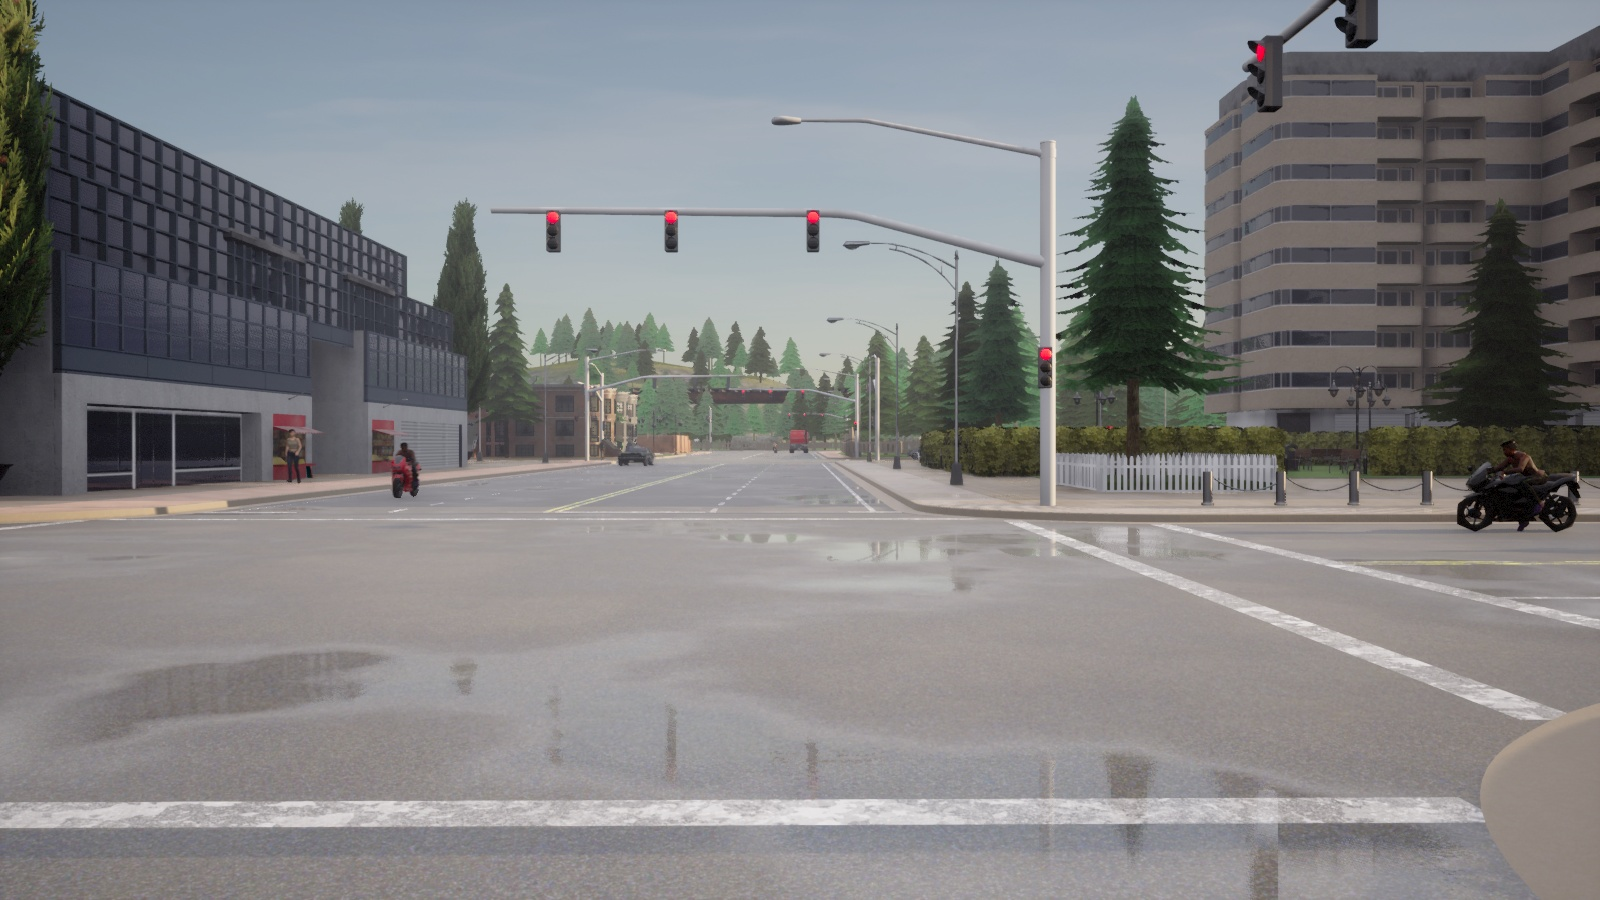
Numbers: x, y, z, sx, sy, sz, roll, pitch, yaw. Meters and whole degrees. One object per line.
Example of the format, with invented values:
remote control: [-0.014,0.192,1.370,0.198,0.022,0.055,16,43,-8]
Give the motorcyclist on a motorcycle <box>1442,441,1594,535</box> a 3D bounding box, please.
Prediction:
motorcyclist on a motorcycle: [11.870,0.621,20.800,2.044,1.523,0.797,0,0,0]

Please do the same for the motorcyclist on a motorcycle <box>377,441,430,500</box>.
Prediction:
motorcyclist on a motorcycle: [-10.670,0.529,33.887,0.797,1.523,2.044,0,0,0]

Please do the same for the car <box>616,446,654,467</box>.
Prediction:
car: [-10.665,0.378,81.496,1.895,1.301,4.718,0,0,0]

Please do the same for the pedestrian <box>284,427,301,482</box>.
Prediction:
pedestrian: [-17.006,0.154,42.083,0.345,1.836,0.594,0,0,-2]
